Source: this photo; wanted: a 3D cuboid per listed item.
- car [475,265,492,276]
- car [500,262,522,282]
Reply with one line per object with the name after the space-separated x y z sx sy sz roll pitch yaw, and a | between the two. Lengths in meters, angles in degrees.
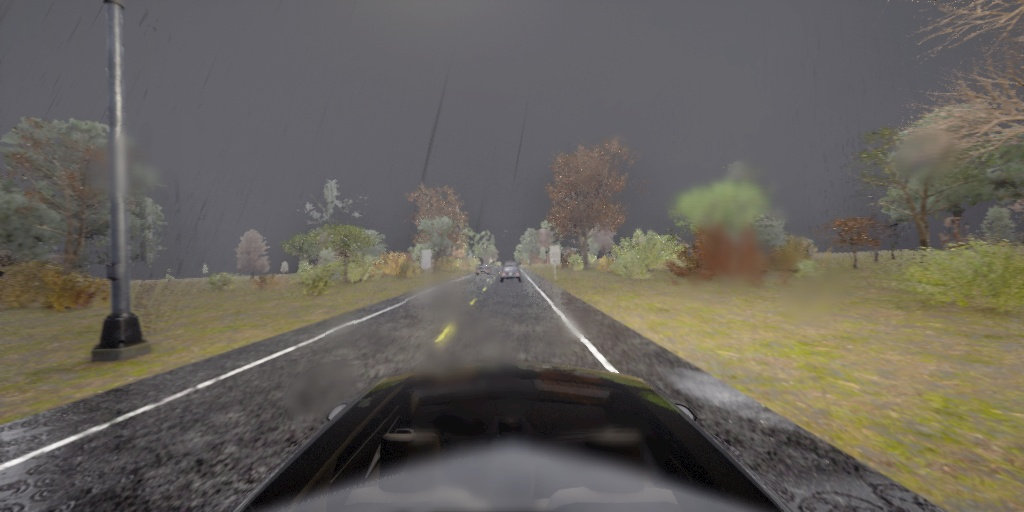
-3.653 1.846 46.699 1.994 1.385 4.181 -2 -1 0 | car
-0.096 1.538 31.940 2.033 1.411 5.357 -2 0 0 | car
